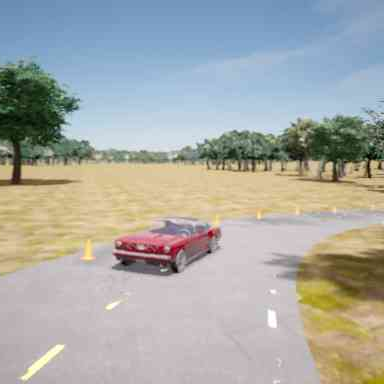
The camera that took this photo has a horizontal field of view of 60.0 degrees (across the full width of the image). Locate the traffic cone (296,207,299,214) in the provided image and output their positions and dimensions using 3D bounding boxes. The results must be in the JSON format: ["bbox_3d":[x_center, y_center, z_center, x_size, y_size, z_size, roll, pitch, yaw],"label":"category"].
[{"bbox_3d":[8.845,1.573,27.947,0.340,0.580,0.340,0,4,-39],"label":"traffic cone"}]

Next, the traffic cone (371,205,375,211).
[{"bbox_3d":[18.110,1.564,33.389,0.340,0.580,0.340,0,4,-22],"label":"traffic cone"}]

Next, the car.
[{"bbox_3d":[-0.551,1.507,10.762,1.895,1.301,4.718,2,1,21],"label":"car"}]

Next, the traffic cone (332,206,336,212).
[{"bbox_3d":[13.279,1.556,31.005,0.340,0.580,0.340,0,4,-30],"label":"traffic cone"}]

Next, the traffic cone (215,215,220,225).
[{"bbox_3d":[1.522,1.661,20.073,0.340,0.580,0.340,4,3,35],"label":"traffic cone"}]

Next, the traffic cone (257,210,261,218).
[{"bbox_3d":[4.897,1.609,24.277,0.340,0.580,0.340,5,4,43],"label":"traffic cone"}]

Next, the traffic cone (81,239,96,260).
[{"bbox_3d":[-3.240,1.782,10.427,0.340,0.580,0.340,2,1,18],"label":"traffic cone"}]
